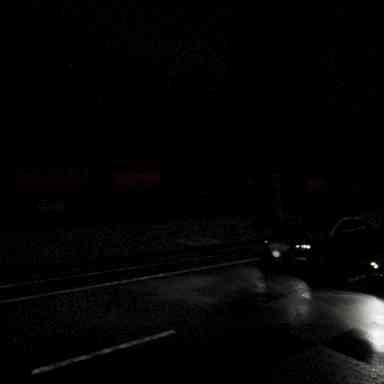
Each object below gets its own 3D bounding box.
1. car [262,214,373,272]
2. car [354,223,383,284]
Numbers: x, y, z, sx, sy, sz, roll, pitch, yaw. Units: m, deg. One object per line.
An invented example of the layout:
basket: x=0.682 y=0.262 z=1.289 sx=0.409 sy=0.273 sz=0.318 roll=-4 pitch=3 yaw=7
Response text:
car: x=4.366 y=1.479 z=10.791 sx=4.902 sy=1.511 sz=2.128 roll=0 pitch=0 yaw=-36
car: x=6.553 y=1.535 z=8.358 sx=5.357 sy=1.411 sz=2.033 roll=0 pitch=0 yaw=-35
